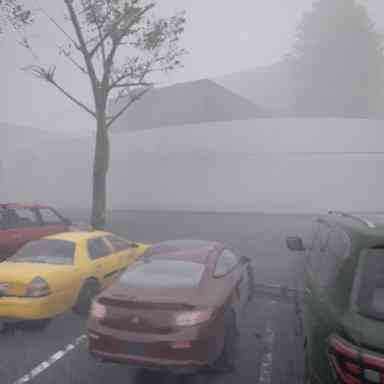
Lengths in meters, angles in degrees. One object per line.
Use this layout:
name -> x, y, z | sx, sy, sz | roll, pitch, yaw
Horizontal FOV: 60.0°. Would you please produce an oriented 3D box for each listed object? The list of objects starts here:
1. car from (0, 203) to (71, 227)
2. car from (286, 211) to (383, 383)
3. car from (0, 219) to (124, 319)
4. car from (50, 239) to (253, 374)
car -> -4.917, 1.323, 9.308 | 2.435, 2.045, 5.566 | -1, -1, 15
car -> 2.440, 1.240, 4.100 | 2.435, 2.045, 5.566 | -1, -1, 15
car -> -2.421, 1.546, 7.724 | 1.946, 1.575, 5.366 | -1, -1, 15
car -> -0.021, 1.558, 5.805 | 2.002, 1.452, 4.674 | -1, -1, 15
